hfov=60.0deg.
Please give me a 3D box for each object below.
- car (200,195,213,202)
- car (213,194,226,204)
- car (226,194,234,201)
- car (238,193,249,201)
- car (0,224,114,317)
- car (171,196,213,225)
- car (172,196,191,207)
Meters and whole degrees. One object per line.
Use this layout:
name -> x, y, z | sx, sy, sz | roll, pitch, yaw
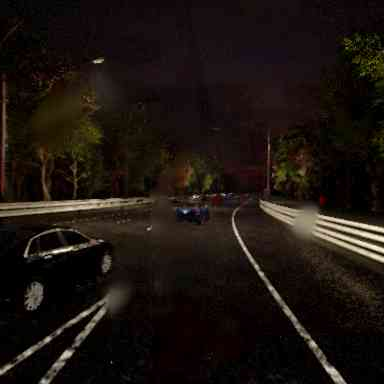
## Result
car -> 3.330, 1.526, 74.704 | 2.033, 1.411, 5.357 | 0, 0, 12
car -> 5.124, 1.492, 66.145 | 1.882, 1.535, 5.008 | 0, 0, 12
car -> 9.299, 1.489, 86.228 | 1.882, 1.535, 5.008 | 0, 0, 12
car -> 13.493, 1.515, 89.212 | 1.882, 1.535, 5.008 | 0, 0, 12
car -> -3.465, 1.498, 7.574 | 1.837, 1.490, 4.892 | 0, 0, 12
car -> -0.007, 1.369, 24.216 | 2.097, 1.767, 4.553 | 0, 0, 12
car -> -1.555, 1.458, 51.182 | 1.882, 1.535, 5.008 | 0, 0, 12
